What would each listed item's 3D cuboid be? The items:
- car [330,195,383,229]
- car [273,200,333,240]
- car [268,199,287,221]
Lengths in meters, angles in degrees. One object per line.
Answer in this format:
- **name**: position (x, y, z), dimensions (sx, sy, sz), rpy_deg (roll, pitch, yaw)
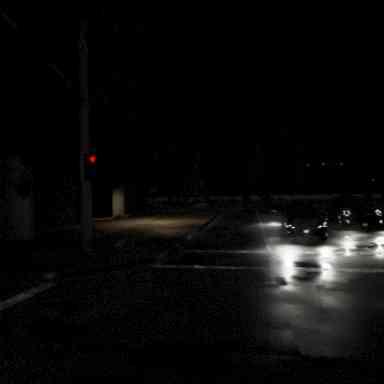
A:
- **car**: position (9.273, 1.082, 19.316), dimensions (2.097, 1.767, 4.553), rpy_deg (-1, 0, 10)
- **car**: position (5.091, 1.329, 15.860), dimensions (1.837, 1.490, 4.892), rpy_deg (-1, 0, 11)
- **car**: position (6.697, 1.276, 24.971), dimensions (1.812, 1.442, 4.674), rpy_deg (-1, 0, 10)
